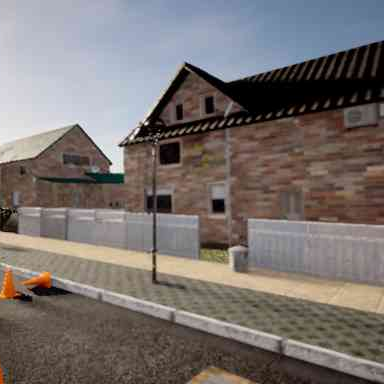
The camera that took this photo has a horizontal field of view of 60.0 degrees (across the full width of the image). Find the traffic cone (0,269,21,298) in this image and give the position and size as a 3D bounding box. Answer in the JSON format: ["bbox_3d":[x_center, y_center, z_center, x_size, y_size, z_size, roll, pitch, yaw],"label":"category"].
[{"bbox_3d":[-4.057,2.005,7.395,0.340,0.580,0.340,0,-1,36],"label":"traffic cone"}]

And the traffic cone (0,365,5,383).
[{"bbox_3d":[-2.018,1.978,3.416,0.340,0.580,0.340,0,-1,36],"label":"traffic cone"}]
